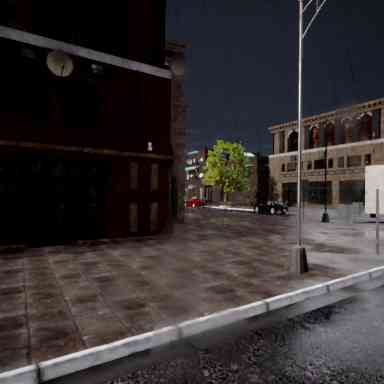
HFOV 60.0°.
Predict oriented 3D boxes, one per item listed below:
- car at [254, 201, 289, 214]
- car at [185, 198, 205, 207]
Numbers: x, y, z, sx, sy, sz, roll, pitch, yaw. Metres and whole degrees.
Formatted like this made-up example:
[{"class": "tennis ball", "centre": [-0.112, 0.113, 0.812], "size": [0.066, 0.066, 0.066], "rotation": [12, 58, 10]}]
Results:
[{"class": "car", "centre": [8.480, 1.624, 35.978], "size": [2.008, 1.369, 4.403], "rotation": [1, -1, -27]}, {"class": "car", "centre": [0.398, 1.621, 51.452], "size": [1.887, 1.381, 4.507], "rotation": [1, -1, -27]}]
